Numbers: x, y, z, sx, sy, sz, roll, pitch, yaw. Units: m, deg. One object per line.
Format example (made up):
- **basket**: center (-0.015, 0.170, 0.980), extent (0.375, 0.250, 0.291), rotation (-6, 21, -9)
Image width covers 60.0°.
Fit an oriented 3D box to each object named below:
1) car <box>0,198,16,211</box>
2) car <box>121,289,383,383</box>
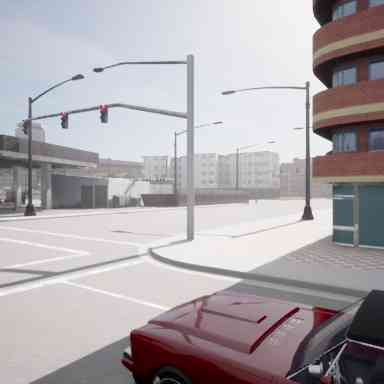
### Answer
- **car**: center (-22.264, 1.456, 38.776), extent (3.806, 1.475, 1.970), rotation (0, 0, 36)
- **car**: center (1.605, 1.601, 2.828), extent (4.718, 1.301, 1.895), rotation (0, 0, 36)
